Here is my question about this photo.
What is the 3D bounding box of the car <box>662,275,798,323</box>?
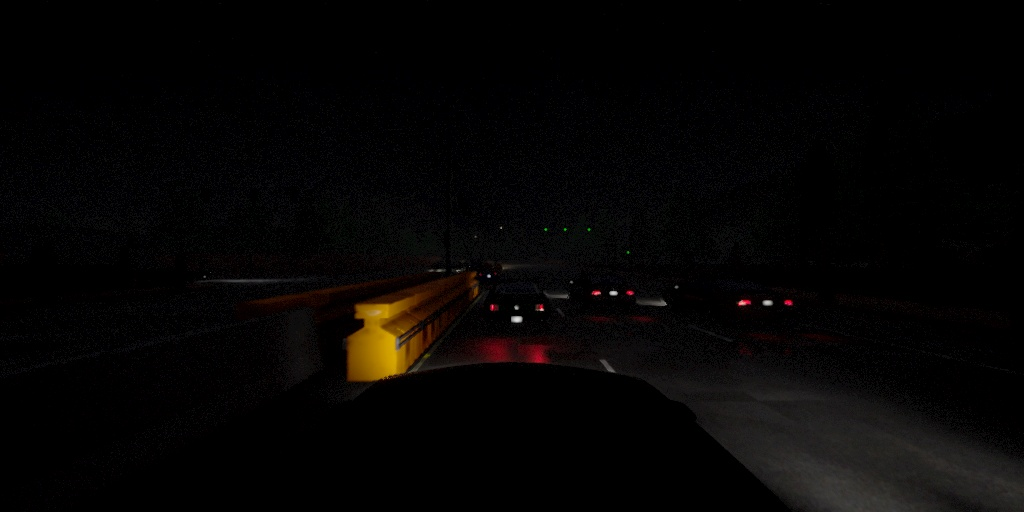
[{"bbox_3d":[7.147,1.378,12.515,2.033,1.411,5.357,0,0,0],"label":"car"}]

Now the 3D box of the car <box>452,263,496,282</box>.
[{"bbox_3d":[-2.911,1.520,28.991,1.994,1.385,4.181,1,-1,-34],"label":"car"}]

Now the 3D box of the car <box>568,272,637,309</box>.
[{"bbox_3d":[3.663,1.400,15.398,2.033,1.411,5.357,0,0,0],"label":"car"}]

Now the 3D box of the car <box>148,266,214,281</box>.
[{"bbox_3d":[-30.454,1.587,32.988,4.718,1.301,1.895,0,0,0],"label":"car"}]

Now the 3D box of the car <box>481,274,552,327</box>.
[{"bbox_3d":[0.144,1.426,11.812,1.895,1.301,4.718,0,0,0],"label":"car"}]
